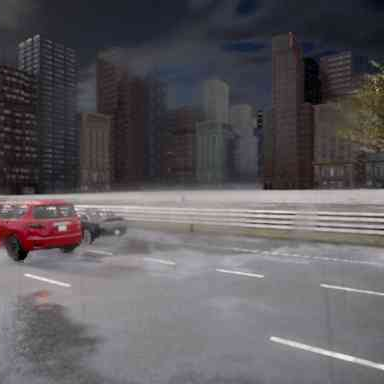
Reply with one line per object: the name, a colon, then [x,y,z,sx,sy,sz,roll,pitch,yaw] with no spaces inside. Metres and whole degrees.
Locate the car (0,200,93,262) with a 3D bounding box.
car: [-6.582,1.331,12.878,5.566,2.045,2.150,0,0,36]

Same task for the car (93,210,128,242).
car: [-5.291,1.606,16.266,4.902,1.511,2.128,0,0,36]
